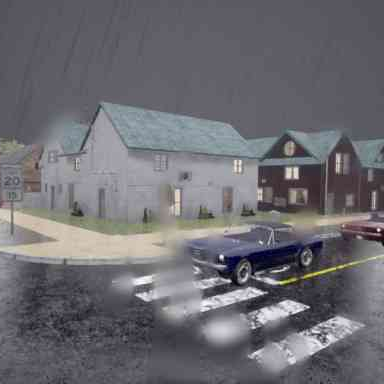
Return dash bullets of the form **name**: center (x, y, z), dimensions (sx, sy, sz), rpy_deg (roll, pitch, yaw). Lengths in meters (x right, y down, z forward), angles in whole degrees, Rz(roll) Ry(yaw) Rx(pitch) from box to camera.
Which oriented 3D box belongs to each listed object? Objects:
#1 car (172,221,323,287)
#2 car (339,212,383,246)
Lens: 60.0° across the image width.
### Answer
- **car**: center (1.753, 1.537, 9.415), dimensions (4.718, 1.301, 1.895), rpy_deg (1, 2, -42)
- **car**: center (8.743, 1.613, 15.366), dimensions (4.718, 1.301, 1.895), rpy_deg (1, 2, -39)
